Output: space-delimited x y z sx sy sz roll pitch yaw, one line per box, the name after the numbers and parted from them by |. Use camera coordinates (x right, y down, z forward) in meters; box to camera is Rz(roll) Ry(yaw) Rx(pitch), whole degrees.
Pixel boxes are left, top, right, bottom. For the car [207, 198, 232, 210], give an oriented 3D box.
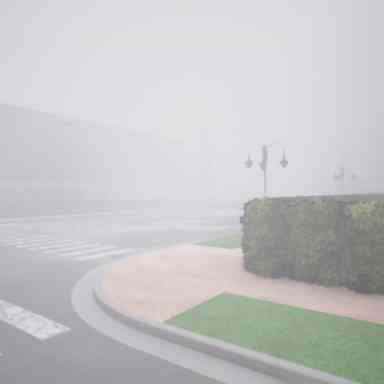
3.717 1.479 42.014 1.812 1.442 4.674 0 0 35 | car

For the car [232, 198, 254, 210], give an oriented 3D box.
7.228 1.468 40.935 1.837 1.490 4.892 0 0 35 | car
